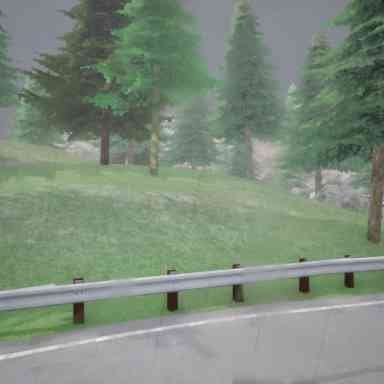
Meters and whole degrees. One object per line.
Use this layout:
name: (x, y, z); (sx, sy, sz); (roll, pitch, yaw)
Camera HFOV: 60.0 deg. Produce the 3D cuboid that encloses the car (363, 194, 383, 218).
car: (16.681, 1.238, 30.625); (2.150, 2.045, 5.566); (0, 0, -15)
